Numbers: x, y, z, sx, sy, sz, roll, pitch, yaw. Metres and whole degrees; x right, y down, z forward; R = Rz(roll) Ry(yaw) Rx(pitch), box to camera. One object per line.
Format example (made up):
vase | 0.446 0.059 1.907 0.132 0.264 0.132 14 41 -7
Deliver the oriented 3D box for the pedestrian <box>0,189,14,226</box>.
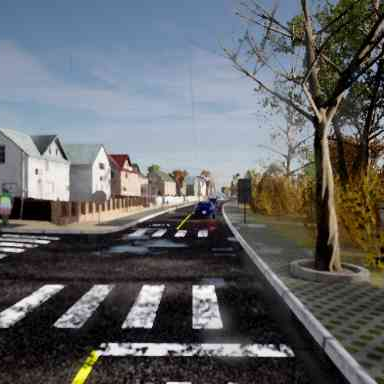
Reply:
pedestrian | -9.530 0.759 17.024 0.375 1.860 0.375 0 -3 0

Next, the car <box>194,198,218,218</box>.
car | 1.182 1.540 30.288 1.812 1.442 4.674 0 0 4
